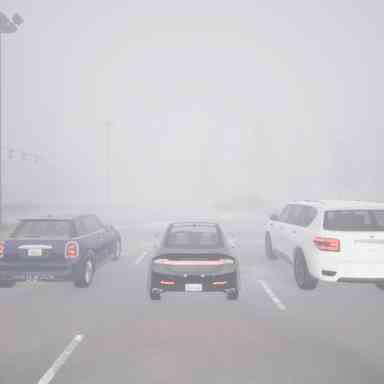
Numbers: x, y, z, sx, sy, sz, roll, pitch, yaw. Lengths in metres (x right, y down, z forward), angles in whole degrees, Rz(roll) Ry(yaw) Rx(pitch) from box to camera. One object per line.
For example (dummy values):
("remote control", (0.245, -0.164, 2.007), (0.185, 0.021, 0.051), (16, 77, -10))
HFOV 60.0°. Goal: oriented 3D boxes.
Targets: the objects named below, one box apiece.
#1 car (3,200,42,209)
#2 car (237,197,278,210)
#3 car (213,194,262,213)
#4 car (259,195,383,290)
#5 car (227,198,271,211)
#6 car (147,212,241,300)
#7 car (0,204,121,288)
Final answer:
("car", (-19.541, 1.601, 37.996), (4.718, 1.301, 1.895), (0, 0, -16))
("car", (8.534, 1.491, 43.487), (4.902, 1.511, 2.128), (0, 0, -6))
("car", (5.118, 1.221, 36.068), (5.566, 2.045, 2.150), (0, 0, -7))
("car", (3.557, 1.221, 9.218), (2.150, 2.045, 5.566), (0, 0, 0))
("car", (6.785, 1.505, 39.780), (4.892, 1.490, 1.837), (0, 0, -7))
("car", (0.054, 1.492, 8.362), (2.128, 1.511, 4.902), (0, 0, 1))
("car", (-3.439, 1.352, 9.443), (2.097, 1.767, 4.553), (0, 0, 0))
